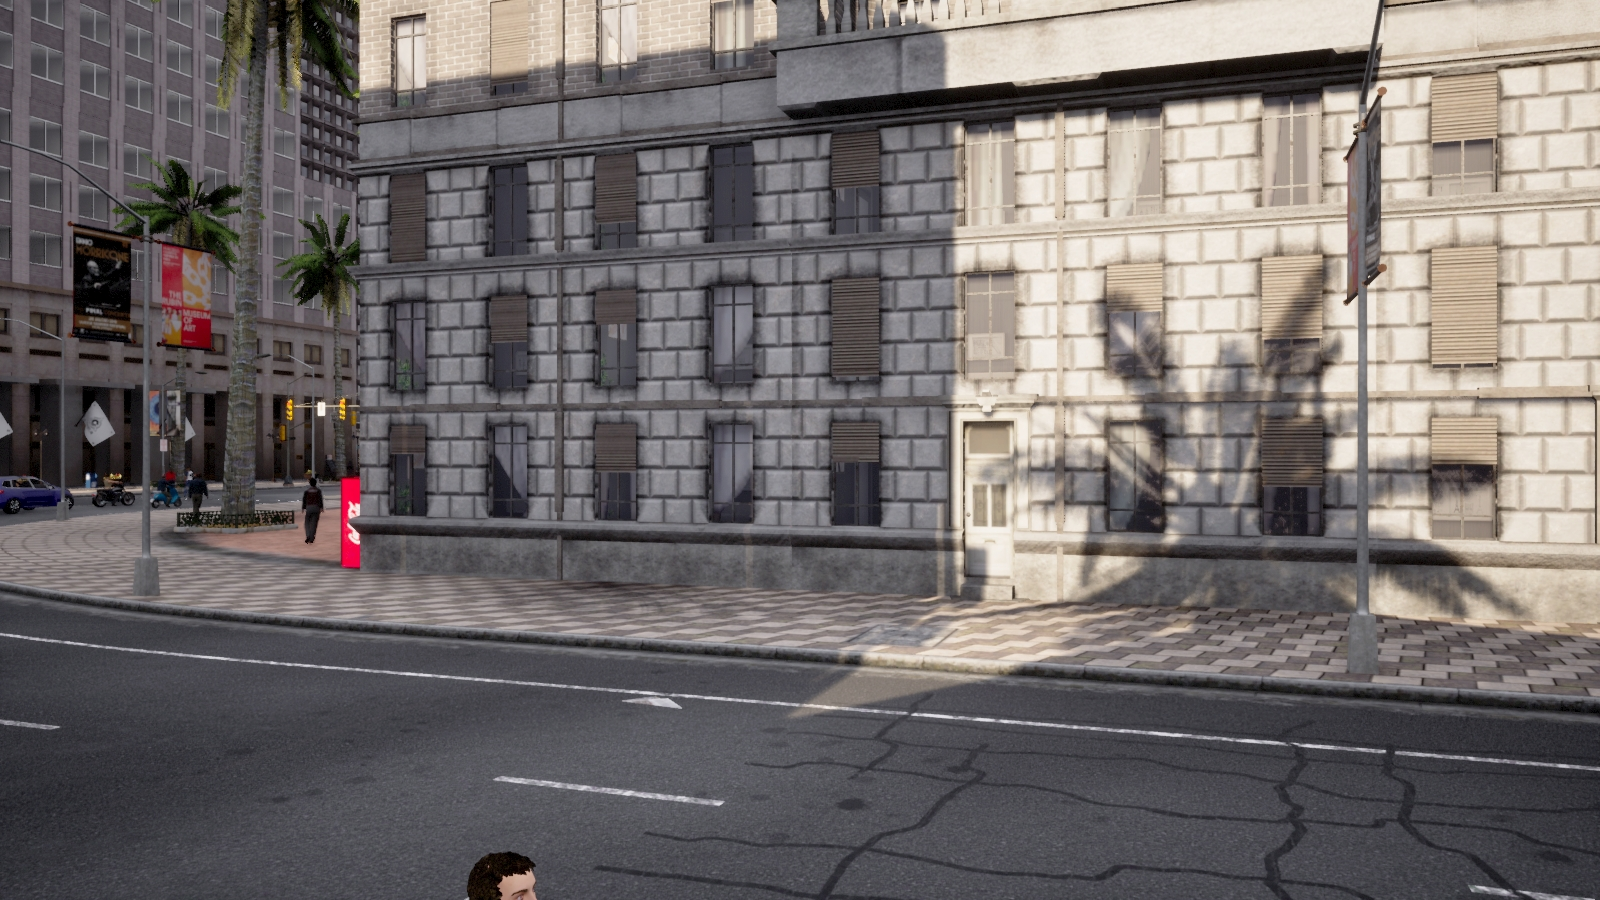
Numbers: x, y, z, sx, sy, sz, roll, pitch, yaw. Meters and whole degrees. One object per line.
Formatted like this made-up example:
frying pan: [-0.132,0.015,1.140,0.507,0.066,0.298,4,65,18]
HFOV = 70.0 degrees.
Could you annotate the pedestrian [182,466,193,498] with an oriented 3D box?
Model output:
pedestrian: [-35.925,1.849,67.020,0.375,1.860,0.375,0,0,21]

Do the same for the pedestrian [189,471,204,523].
pedestrian: [-21.796,1.696,41.296,0.375,1.860,0.375,0,0,-8]

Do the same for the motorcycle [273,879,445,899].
motorcycle: [-1.030,2.213,3.640,2.033,1.145,0.803,0,0,20]

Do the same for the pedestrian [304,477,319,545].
pedestrian: [-13.655,1.696,31.948,0.375,1.860,0.375,0,0,-20]

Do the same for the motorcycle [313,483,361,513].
motorcycle: [-21.134,2.170,52.239,0.764,1.277,2.356,0,0,16]

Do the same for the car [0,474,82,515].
car: [-35.215,1.968,51.598,2.242,1.667,4.611,0,0,9]

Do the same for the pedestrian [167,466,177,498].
pedestrian: [-36.639,1.849,66.634,0.375,1.860,0.375,0,0,34]
